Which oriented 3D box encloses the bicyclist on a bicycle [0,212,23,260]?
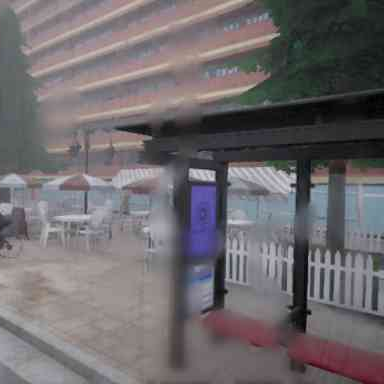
[{"bbox_3d":[-5.241,1.038,8.669,0.582,1.620,1.656,2,1,38],"label":"bicyclist on a bicycle"}]
